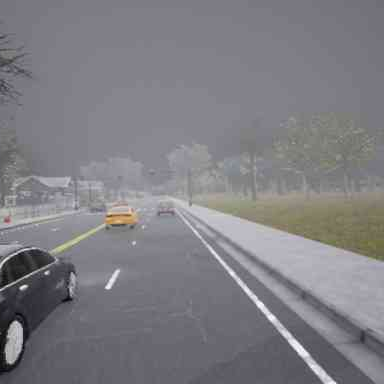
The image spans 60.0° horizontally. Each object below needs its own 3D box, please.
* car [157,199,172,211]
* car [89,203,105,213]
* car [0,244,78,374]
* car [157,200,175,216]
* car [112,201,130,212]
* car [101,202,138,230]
[{"bbox_3d":[-3.984,1.835,48.135,1.882,1.535,5.008,-2,0,-5],"label":"car"},{"bbox_3d":[-13.964,2.319,49.893,2.033,1.411,5.357,-2,0,-5],"label":"car"},{"bbox_3d":[-3.402,1.668,5.739,1.837,1.490,4.892,-2,0,-5],"label":"car"},{"bbox_3d":[-2.855,1.811,36.215,2.033,1.411,5.357,-2,0,-5],"label":"car"},{"bbox_3d":[-10.824,2.197,51.378,2.033,1.411,5.357,-2,0,-5],"label":"car"},{"bbox_3d":[-5.055,1.783,24.289,1.882,1.535,5.008,-2,0,-5],"label":"car"}]
